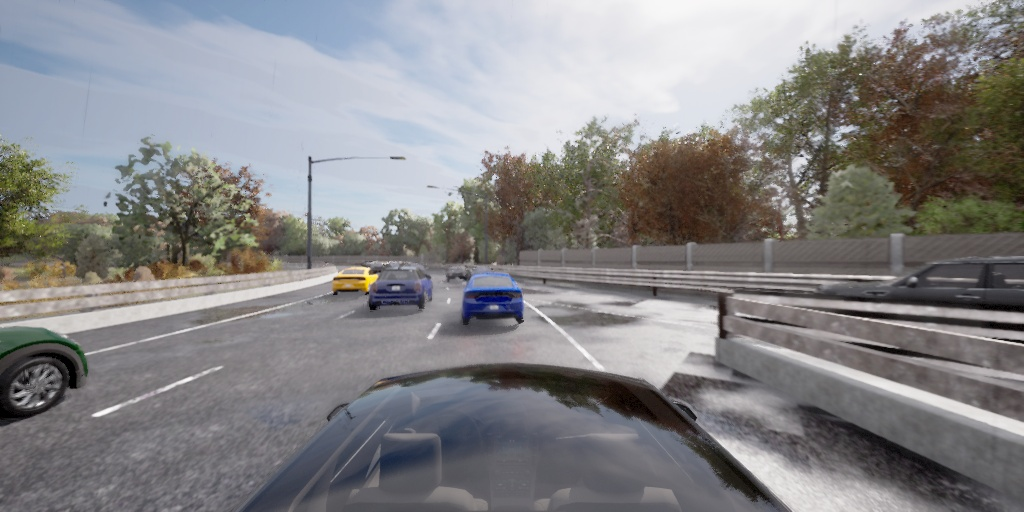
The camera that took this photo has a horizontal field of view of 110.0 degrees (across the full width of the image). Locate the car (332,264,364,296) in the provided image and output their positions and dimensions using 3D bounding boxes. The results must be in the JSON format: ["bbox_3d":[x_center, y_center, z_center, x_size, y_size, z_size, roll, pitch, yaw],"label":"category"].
[{"bbox_3d":[-9.156,1.439,21.428,1.882,1.535,5.008,0,-1,-11],"label":"car"}]

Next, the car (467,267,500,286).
[{"bbox_3d":[-2.427,1.587,29.047,1.994,1.385,4.181,0,-1,-14],"label":"car"}]

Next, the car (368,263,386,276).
[{"bbox_3d":[-17.781,1.734,46.944,1.837,1.490,4.892,0,-1,-25],"label":"car"}]

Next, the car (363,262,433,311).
[{"bbox_3d":[-4.625,1.246,15.496,2.097,1.767,4.553,0,-1,-8],"label":"car"}]

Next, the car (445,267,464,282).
[{"bbox_3d":[-5.275,1.677,33.674,1.895,1.301,4.718,0,0,-12],"label":"car"}]

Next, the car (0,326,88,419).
[{"bbox_3d":[-7.025,1.130,3.129,2.097,1.767,4.553,0,0,-1],"label":"car"}]

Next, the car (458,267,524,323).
[{"bbox_3d":[-0.746,1.337,12.681,1.882,1.535,5.008,0,0,-6],"label":"car"}]

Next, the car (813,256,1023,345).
[{"bbox_3d":[9.849,1.014,7.602,2.150,2.045,5.566,0,-1,-38],"label":"car"}]
